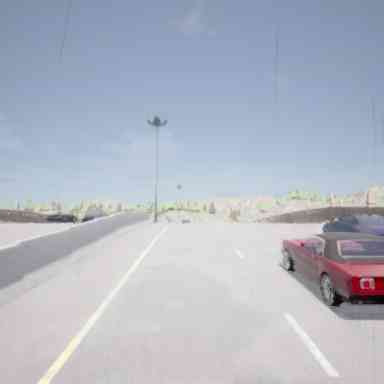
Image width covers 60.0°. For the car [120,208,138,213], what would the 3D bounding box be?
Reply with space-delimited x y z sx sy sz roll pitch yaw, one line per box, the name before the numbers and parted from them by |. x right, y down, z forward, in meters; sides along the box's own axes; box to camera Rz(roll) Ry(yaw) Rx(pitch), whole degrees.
car | -7.096 2.669 38.133 2.097 1.767 4.553 0 -6 0

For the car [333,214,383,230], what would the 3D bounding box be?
car | 7.096 1.592 14.013 1.994 1.385 4.181 0 0 0

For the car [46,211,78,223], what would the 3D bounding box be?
car | -14.102 2.726 36.231 1.895 1.301 4.718 0 -5 0

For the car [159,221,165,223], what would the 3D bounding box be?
car | -7.023 7.514 78.435 1.882 1.535 5.008 0 -7 0

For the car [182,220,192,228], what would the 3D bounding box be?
car | -1.072 6.996 72.367 2.097 1.767 4.553 0 -7 0

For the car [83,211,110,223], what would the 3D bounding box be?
car | -10.602 2.790 37.395 2.033 1.411 5.357 0 -6 0

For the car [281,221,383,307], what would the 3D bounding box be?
car | 3.598 1.615 7.973 1.895 1.301 4.718 0 0 0

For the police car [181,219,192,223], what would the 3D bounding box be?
police car | -1.068 5.813 62.578 1.930 1.638 5.238 0 -7 0
